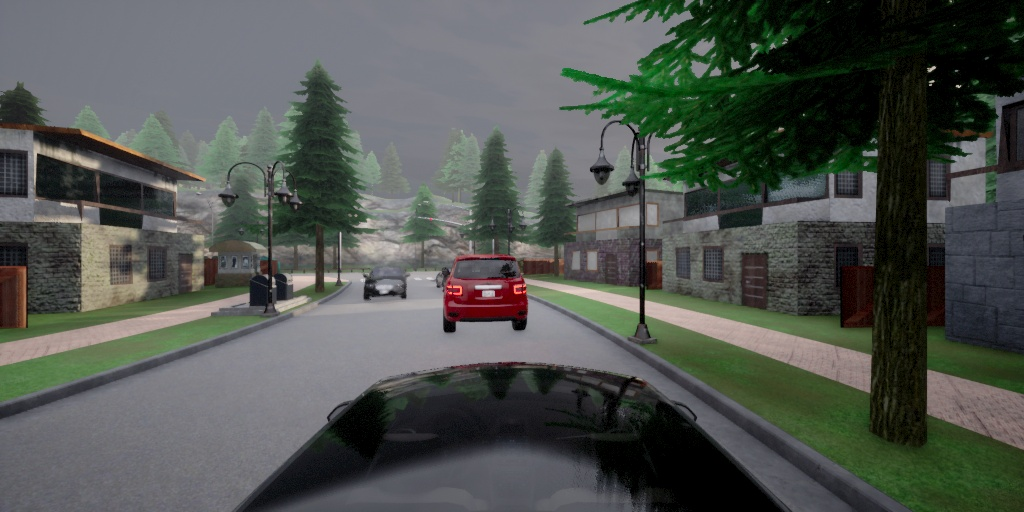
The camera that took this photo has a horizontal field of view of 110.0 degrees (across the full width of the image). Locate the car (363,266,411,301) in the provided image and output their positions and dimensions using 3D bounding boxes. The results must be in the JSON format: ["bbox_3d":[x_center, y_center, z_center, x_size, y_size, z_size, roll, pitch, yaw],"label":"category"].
[{"bbox_3d":[-6.040,1.242,17.442,2.128,1.511,4.902,0,0,-16],"label":"car"}]

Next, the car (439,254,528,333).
[{"bbox_3d":[-0.952,0.971,11.023,2.150,2.045,5.566,0,0,-9],"label":"car"}]

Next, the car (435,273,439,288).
[{"bbox_3d":[-3.368,1.297,21.206,2.033,1.411,5.357,0,0,-18],"label":"car"}]
